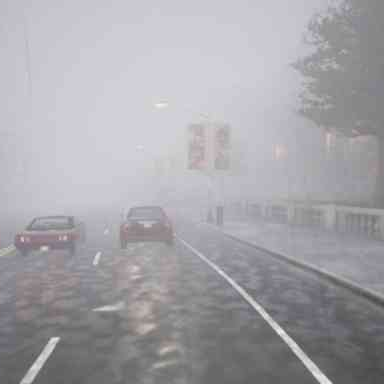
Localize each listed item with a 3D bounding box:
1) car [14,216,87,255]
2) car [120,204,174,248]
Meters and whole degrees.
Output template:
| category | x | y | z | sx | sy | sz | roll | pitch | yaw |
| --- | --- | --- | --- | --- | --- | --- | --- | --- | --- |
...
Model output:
| category | x | y | z | sx | sy | sz | roll | pitch | yaw |
| --- | --- | --- | --- | --- | --- | --- | --- | --- | --- |
| car | -5.367 | 1.586 | 13.283 | 1.895 | 1.301 | 4.718 | 0 | 0 | -11 |
| car | -2.138 | 1.320 | 14.929 | 2.097 | 1.767 | 4.553 | 0 | 0 | -11 |
